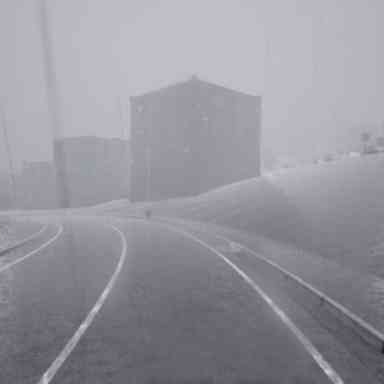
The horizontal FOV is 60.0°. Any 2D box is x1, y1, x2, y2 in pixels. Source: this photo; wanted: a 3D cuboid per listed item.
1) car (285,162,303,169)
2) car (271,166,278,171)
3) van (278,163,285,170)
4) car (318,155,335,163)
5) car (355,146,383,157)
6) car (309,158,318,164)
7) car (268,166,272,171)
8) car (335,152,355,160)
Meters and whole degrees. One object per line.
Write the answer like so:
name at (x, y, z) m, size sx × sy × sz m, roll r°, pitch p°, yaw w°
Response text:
car at (20.903, -4.992, 66.396) m, size 2.231 × 1.521 × 4.892 m, roll 0°, pitch 1°, yaw -1°
car at (20.666, -5.120, 77.433) m, size 2.002 × 1.452 × 4.674 m, roll 0°, pitch 1°, yaw -1°
van at (20.787, -5.303, 71.788) m, size 1.878 × 1.987 × 4.442 m, roll 0°, pitch 1°, yaw -1°
car at (21.260, -4.833, 49.862) m, size 2.185 × 1.767 × 4.553 m, roll 0°, pitch 1°, yaw -1°
car at (21.501, -4.625, 38.697) m, size 2.185 × 1.767 × 4.553 m, roll 0°, pitch 1°, yaw -1°
car at (21.141, -4.932, 55.381) m, size 2.185 × 1.767 × 4.553 m, roll 0°, pitch 1°, yaw -1°
car at (20.547, -5.486, 82.915) m, size 2.435 × 2.045 × 5.566 m, roll 0°, pitch 1°, yaw -1°
car at (21.383, -4.562, 44.191) m, size 2.002 × 1.452 × 4.674 m, roll 0°, pitch 1°, yaw -1°
